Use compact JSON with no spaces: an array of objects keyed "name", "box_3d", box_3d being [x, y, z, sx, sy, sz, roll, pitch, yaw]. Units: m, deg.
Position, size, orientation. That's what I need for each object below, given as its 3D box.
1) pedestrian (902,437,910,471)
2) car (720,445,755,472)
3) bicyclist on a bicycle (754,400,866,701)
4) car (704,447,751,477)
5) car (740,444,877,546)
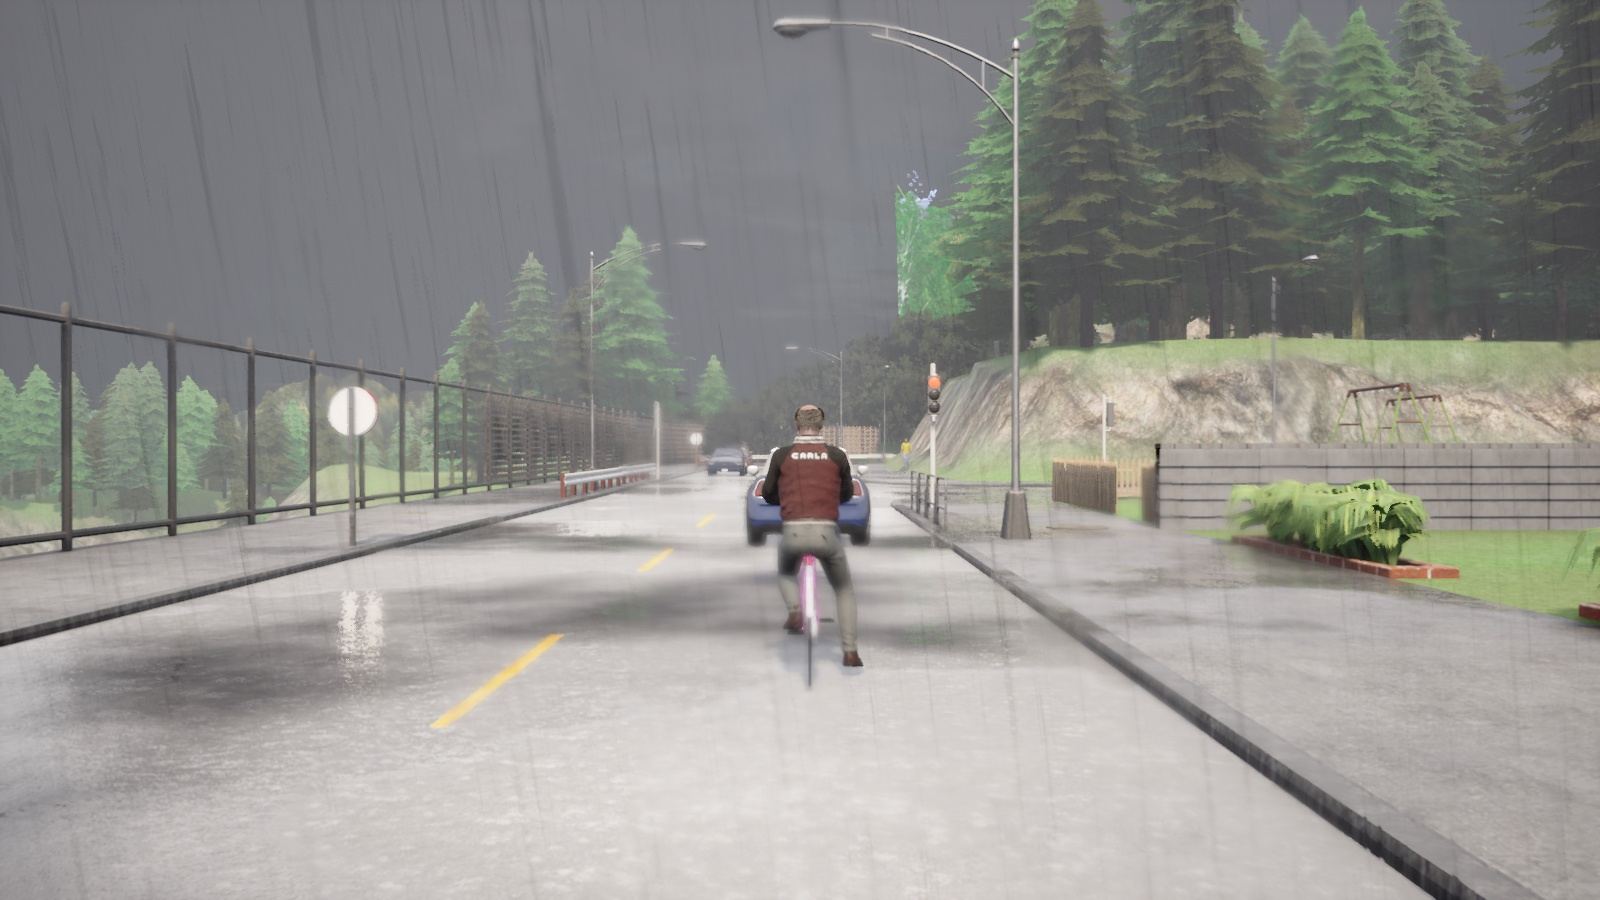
[{"name":"pedestrian","box_3d":[5.678,0.224,67.204,0.354,1.836,0.706,0,0,0]},{"name":"car","box_3d":[-3.572,0.469,71.851,1.789,1.549,3.705,0,0,0]},{"name":"bicyclist on a bicycle","box_3d":[0.063,0.588,8.325,0.659,1.776,1.843,0,0,0]},{"name":"car","box_3d":[-3.589,0.569,62.989,2.033,1.411,5.357,0,0,0]},{"name":"car","box_3d":[0.131,0.642,19.953,1.970,1.475,3.806,0,0,0]}]
